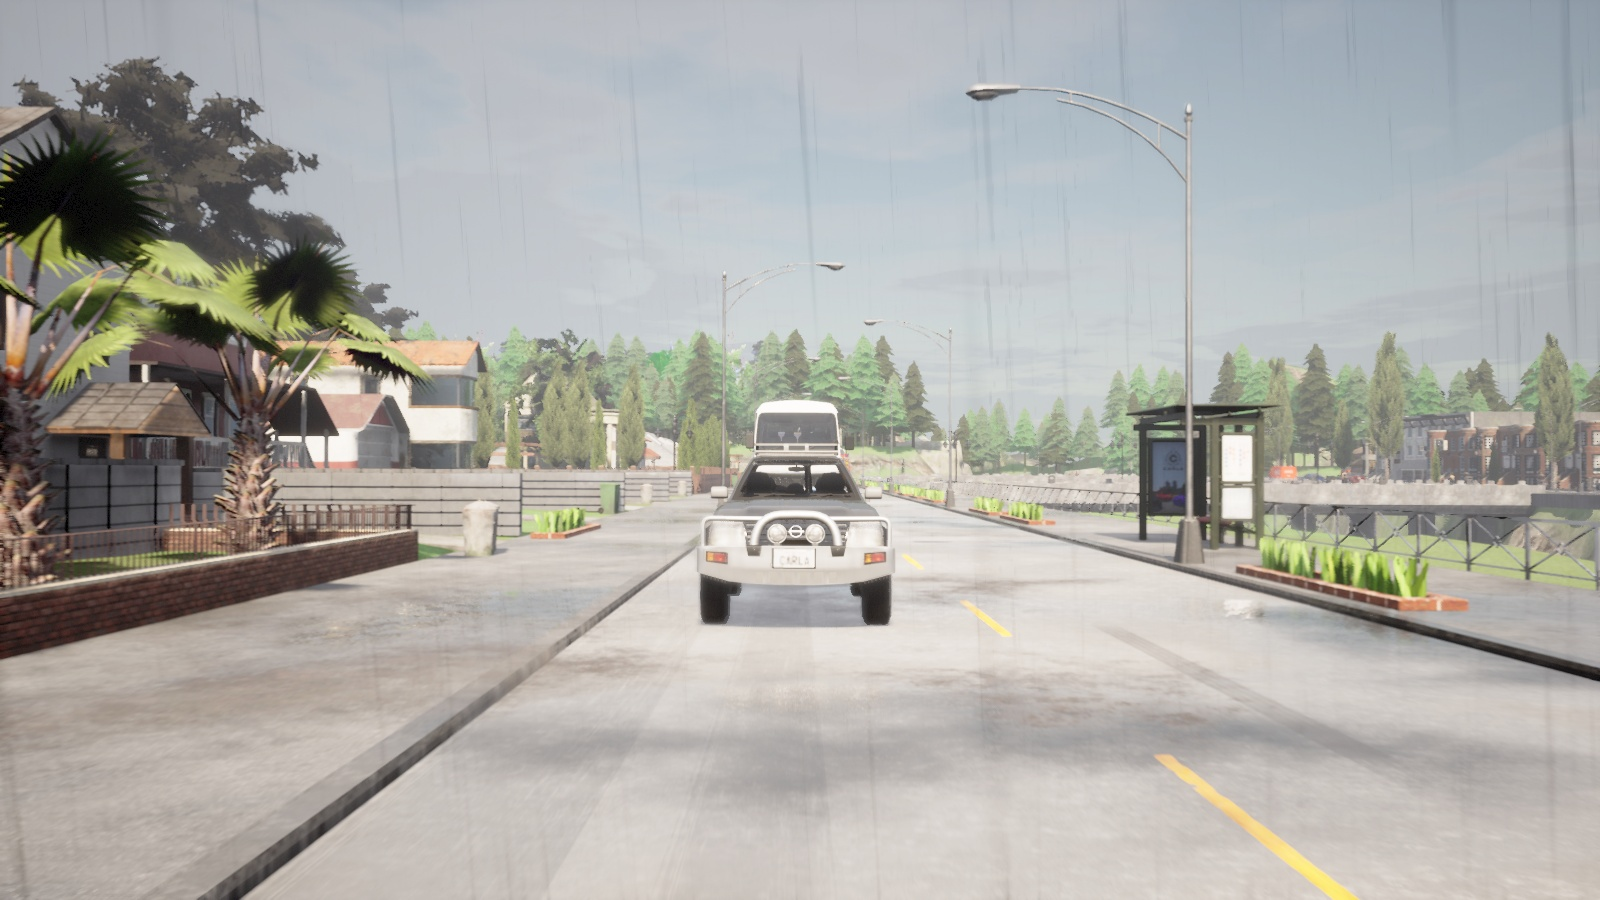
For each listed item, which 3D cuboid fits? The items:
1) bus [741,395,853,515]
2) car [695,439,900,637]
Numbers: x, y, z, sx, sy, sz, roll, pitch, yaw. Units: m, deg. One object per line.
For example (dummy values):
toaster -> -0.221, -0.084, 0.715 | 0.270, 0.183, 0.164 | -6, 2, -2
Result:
bus -> -0.123, 0.271, 49.728 | 3.944, 4.253, 10.273 | 0, -1, 0
car -> -0.034, 0.869, 14.175 | 1.932, 1.855, 4.605 | 0, -1, 0
